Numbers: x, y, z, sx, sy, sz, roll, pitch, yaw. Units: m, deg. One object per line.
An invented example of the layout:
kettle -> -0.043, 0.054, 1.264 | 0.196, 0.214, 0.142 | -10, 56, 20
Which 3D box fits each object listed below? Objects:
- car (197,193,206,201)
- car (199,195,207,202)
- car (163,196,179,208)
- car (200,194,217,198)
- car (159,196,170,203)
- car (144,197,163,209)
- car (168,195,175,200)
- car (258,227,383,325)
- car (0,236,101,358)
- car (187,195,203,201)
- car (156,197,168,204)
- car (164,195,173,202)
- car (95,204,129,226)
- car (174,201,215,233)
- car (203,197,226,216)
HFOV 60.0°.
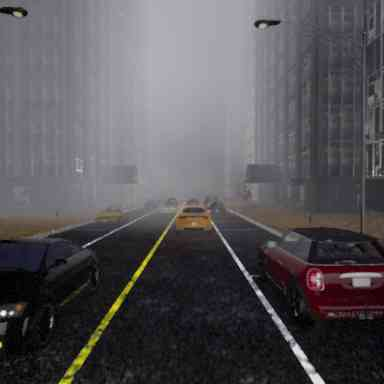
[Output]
car -> 2.668, 1.364, 92.306 | 2.192, 1.841, 5.009 | -1, 0, 0
car -> 2.672, 1.580, 81.126 | 1.752, 1.417, 4.829 | -1, 0, 0
car -> -3.065, 1.562, 49.892 | 1.837, 1.490, 4.892 | 0, 0, 0
car -> 2.671, 1.370, 46.907 | 2.192, 1.841, 5.009 | -1, 0, 0
car -> -5.707, 1.625, 69.661 | 1.947, 1.339, 4.313 | -1, 0, 0
car -> -5.706, 1.605, 46.964 | 2.008, 1.369, 4.403 | -1, 0, 0
car -> -5.708, 1.631, 92.359 | 1.802, 1.307, 4.206 | -1, 0, 0
car -> 2.675, 1.453, 7.186 | 1.967, 1.590, 4.097 | -1, 0, 0
car -> -3.100, 1.574, 6.064 | 1.994, 1.385, 4.181 | 0, 0, 0
car -> 0.096, 1.556, 44.507 | 1.837, 1.490, 4.892 | 0, 0, 0
car -> -5.706, 1.626, 63.987 | 1.947, 1.339, 4.313 | -1, 0, 0
car -> -5.708, 1.580, 80.840 | 1.752, 1.417, 4.829 | -1, 0, 0
car -> -5.689, 1.558, 24.097 | 1.752, 1.417, 4.829 | -1, 0, 0
car -> 0.098, 1.506, 19.688 | 1.882, 1.535, 5.008 | 0, 0, 0
car -> 2.349, 1.568, 33.340 | 1.812, 1.442, 4.674 | 0, 0, 0
